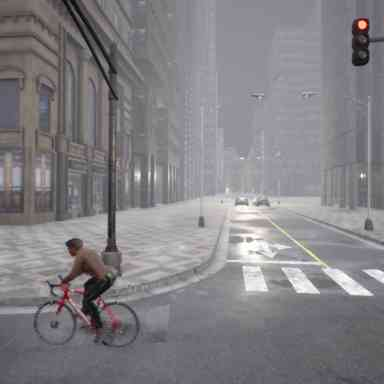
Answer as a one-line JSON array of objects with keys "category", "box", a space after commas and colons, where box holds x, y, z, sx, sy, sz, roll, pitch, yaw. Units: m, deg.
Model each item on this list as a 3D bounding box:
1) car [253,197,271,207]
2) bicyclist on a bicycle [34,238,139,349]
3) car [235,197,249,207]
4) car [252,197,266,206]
[{"category": "car", "box": [10.426, 1.454, 49.158, 1.812, 1.442, 4.674, 0, 0, 8]}, {"category": "bicyclist on a bicycle", "box": [-1.597, 1.515, 4.967, 1.656, 1.620, 0.582, -1, -1, 7]}, {"category": "car", "box": [7.542, 1.474, 50.535, 1.994, 1.385, 4.181, 0, 0, 7]}, {"category": "car", "box": [11.236, 1.516, 55.988, 1.895, 1.301, 4.718, 0, 0, 7]}]
